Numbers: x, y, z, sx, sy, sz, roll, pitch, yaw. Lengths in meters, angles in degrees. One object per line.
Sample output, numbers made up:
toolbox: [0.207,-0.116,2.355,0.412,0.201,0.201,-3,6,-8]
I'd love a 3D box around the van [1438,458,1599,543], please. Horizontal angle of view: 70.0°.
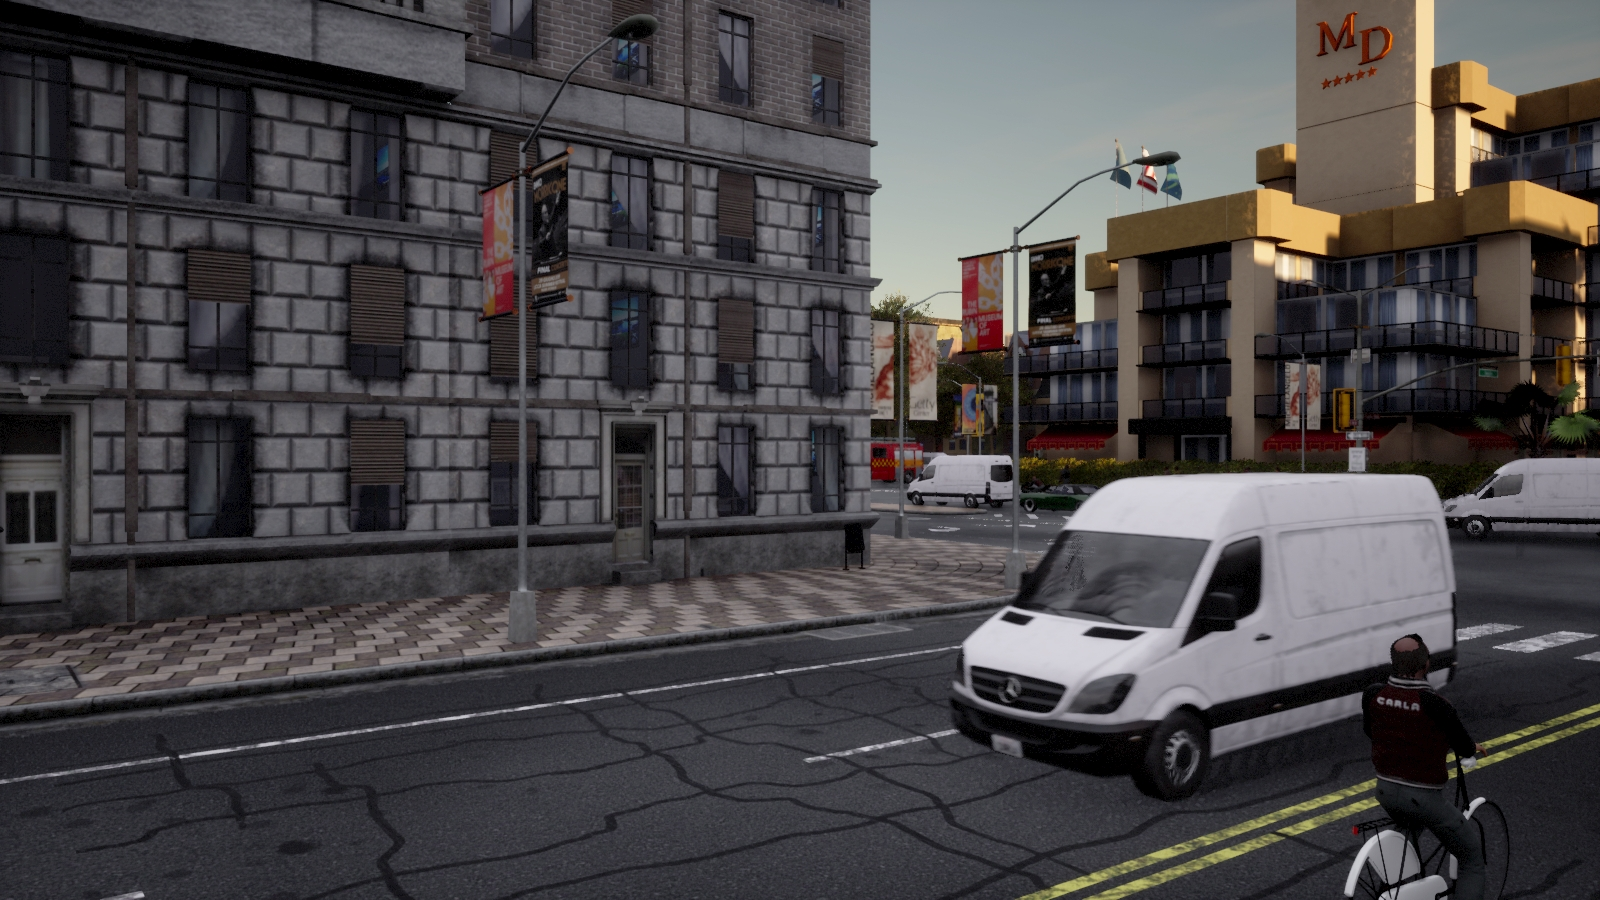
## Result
van: [23.576,1.534,36.095,5.915,2.561,1.988,0,0,28]

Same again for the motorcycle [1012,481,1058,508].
motorcycle: [11.640,2.205,56.539,0.867,1.251,2.209,0,0,-37]

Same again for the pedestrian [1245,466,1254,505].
pedestrian: [21.550,1.696,54.751,0.375,1.860,0.375,0,0,23]

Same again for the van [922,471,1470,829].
van: [4.052,1.534,11.038,5.915,2.561,1.988,0,0,-36]

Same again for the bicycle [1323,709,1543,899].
bicycle: [3.626,2.210,6.476,1.835,1.171,0.329,0,0,-35]

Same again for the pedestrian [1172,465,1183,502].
pedestrian: [19.163,1.698,57.934,0.375,1.860,0.375,0,0,-33]

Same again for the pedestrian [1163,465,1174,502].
pedestrian: [18.848,1.695,58.473,0.375,1.860,0.375,0,0,-27]

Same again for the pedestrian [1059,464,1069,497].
pedestrian: [14.789,1.698,64.037,0.375,1.860,0.375,0,0,-37]

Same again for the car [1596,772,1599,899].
car: [4.999,1.754,3.274,6.274,2.098,2.390,0,0,-34]

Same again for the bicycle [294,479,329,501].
bicycle: [-27.376,2.246,63.996,1.835,1.171,0.329,0,-4,9]
